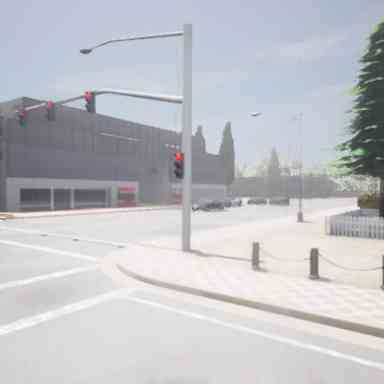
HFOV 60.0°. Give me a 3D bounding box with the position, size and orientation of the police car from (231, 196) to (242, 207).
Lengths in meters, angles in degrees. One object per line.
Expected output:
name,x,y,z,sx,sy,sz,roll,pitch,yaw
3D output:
police car,5.100,1.324,46.171,2.038,1.542,4.974,1,0,36

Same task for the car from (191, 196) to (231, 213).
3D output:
car,1.727,1.338,35.631,2.128,1.511,4.902,1,0,36

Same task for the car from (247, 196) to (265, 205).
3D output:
car,10.470,1.384,53.668,1.994,1.385,4.181,1,0,36

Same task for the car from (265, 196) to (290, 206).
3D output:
car,13.703,1.334,52.160,1.882,1.535,5.008,1,0,36
